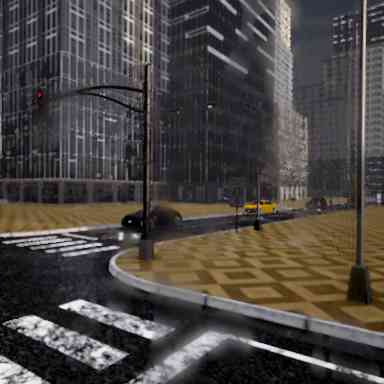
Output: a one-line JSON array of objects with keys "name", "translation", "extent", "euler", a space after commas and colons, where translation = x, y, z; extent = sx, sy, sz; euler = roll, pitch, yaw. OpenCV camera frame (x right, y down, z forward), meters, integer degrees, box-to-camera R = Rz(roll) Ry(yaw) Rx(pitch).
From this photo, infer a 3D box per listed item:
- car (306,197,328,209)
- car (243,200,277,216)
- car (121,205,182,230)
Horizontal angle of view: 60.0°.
[{"name": "car", "translation": [18.346, 1.565, 48.874], "extent": [2.097, 1.767, 4.553], "euler": [1, 0, 37]}, {"name": "car", "translation": [6.923, 1.549, 33.698], "extent": [1.882, 1.535, 5.008], "euler": [1, 0, 37]}, {"name": "car", "translation": [-2.460, 1.561, 21.105], "extent": [1.994, 1.385, 4.181], "euler": [1, 0, 36]}]
